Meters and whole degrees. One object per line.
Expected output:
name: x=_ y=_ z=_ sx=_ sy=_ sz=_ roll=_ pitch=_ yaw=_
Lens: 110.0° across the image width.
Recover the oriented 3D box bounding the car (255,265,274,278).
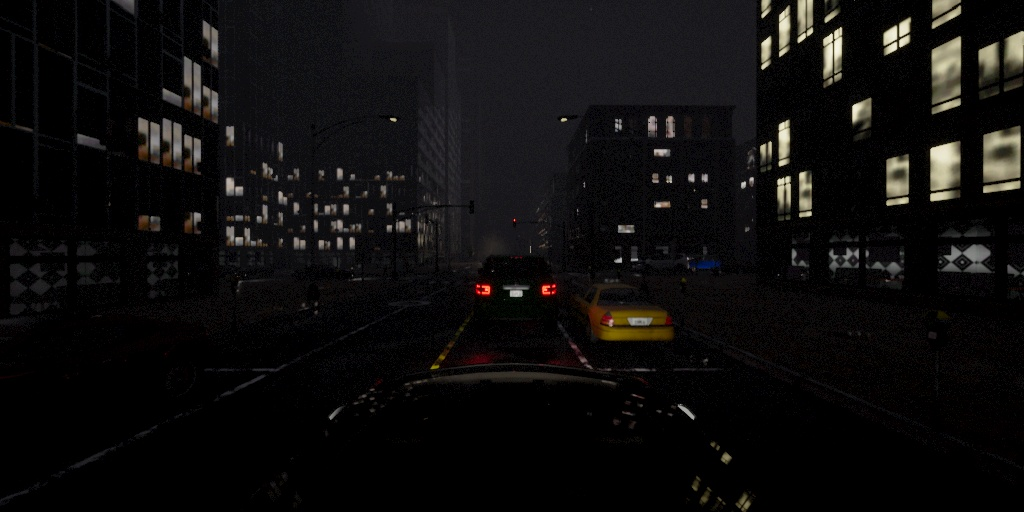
car: x=-28.439 y=1.629 z=39.097 sx=4.403 sy=1.370 sz=2.007 roll=0 pitch=0 yaw=-1

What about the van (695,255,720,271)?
van: x=20.941 y=0.780 z=39.758 sx=3.998 sy=1.789 sz=1.690 roll=0 pitch=0 yaw=-1

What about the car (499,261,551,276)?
car: x=1.258 y=1.243 z=36.829 sx=5.357 sy=1.411 sz=2.033 roll=-1 pitch=0 yaw=42

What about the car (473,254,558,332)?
car: x=0.090 y=0.966 z=11.028 sx=2.150 sy=2.045 sz=5.566 roll=0 pitch=0 yaw=0

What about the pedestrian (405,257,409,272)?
pedestrian: x=-12.390 y=0.999 z=42.297 sx=0.375 sy=1.860 sz=0.375 roll=0 pitch=1 yaw=-1

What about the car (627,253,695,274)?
car: x=15.398 y=0.737 z=37.228 sx=5.566 sy=2.045 sz=2.150 roll=-1 pitch=0 yaw=-1

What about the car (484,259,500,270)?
car: x=-2.888 y=1.217 z=53.952 sx=2.128 sy=1.511 sz=4.902 roll=0 pitch=0 yaw=0

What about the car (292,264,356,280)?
car: x=-17.721 y=1.498 z=33.861 sx=5.357 sy=1.411 sz=2.033 roll=-1 pitch=0 yaw=-1

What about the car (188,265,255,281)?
car: x=-27.536 y=1.586 z=33.727 sx=4.892 sy=1.490 sz=1.837 roll=-1 pitch=0 yaw=-1

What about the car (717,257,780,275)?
car: x=21.057 y=1.003 z=31.878 sx=4.507 sy=1.381 sz=1.888 roll=0 pitch=0 yaw=-1

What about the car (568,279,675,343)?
car: x=2.558 y=1.271 z=9.476 sx=1.751 sy=1.417 sz=4.829 roll=0 pitch=0 yaw=0

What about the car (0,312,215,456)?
car: x=-5.317 y=1.331 z=3.738 sx=1.802 sy=1.307 sz=4.207 roll=0 pitch=0 yaw=0
